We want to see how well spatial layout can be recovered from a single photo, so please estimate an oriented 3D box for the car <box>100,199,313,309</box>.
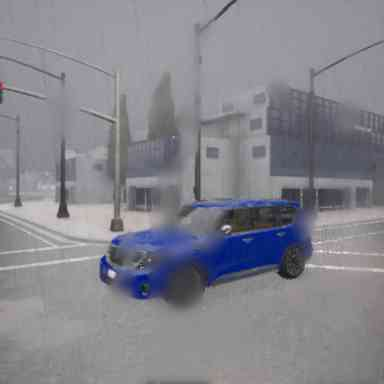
[{"bbox_3d":[0.666,1.219,8.057,5.566,2.045,2.150,0,1,-37],"label":"car"}]
